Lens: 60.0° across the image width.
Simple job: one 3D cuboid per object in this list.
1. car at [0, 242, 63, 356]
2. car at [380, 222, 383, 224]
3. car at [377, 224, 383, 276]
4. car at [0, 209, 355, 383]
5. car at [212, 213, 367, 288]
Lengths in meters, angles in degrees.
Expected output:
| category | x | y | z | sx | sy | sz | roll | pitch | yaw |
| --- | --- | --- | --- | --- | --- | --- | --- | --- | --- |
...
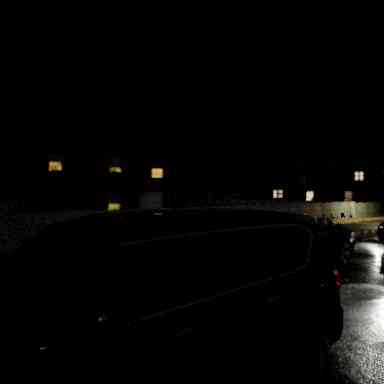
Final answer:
| category | x | y | z | sx | sy | sz | roll | pitch | yaw |
| --- | --- | --- | --- | --- | --- | --- | --- | --- | --- |
| car | -4.464 | 1.633 | 4.526 | 4.718 | 1.301 | 1.895 | 0 | 0 | -35 |
| car | 10.827 | 1.607 | 16.305 | 4.674 | 1.442 | 1.812 | 0 | 0 | -39 |
| car | 6.839 | 1.610 | 9.013 | 4.181 | 1.385 | 1.994 | 0 | 0 | -39 |
| car | -0.658 | 1.243 | 3.307 | 5.566 | 2.045 | 2.150 | 0 | 0 | -39 |
| car | 3.178 | 1.548 | 10.276 | 4.902 | 1.511 | 2.128 | 0 | 0 | -38 |
